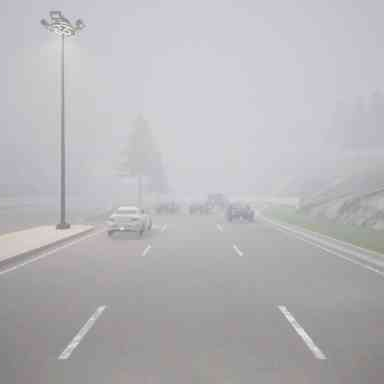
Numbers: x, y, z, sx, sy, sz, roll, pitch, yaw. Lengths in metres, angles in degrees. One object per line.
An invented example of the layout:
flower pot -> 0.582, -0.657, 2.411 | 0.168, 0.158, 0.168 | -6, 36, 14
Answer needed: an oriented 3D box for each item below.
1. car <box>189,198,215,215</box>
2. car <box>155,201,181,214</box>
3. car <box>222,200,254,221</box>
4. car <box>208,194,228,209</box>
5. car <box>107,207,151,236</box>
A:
car -> 0.953, 1.601, 34.433 | 1.895, 1.301, 4.718 | 0, 0, 9
car -> -2.426, 1.601, 35.799 | 1.895, 1.301, 4.718 | 0, 0, 10
car -> 3.724, 1.601, 26.774 | 1.895, 1.301, 4.718 | 0, 0, 2
car -> 3.433, 1.221, 44.491 | 2.150, 2.045, 5.566 | 0, 0, 16
car -> -3.392, 1.525, 18.414 | 1.812, 1.442, 4.674 | 0, 0, 0
